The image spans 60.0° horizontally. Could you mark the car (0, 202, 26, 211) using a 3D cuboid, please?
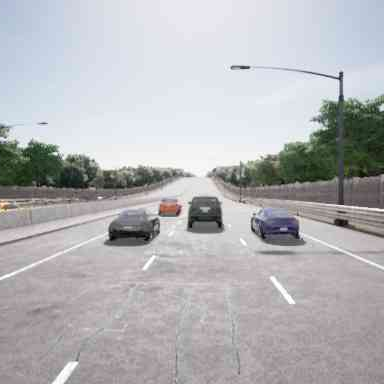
[{"bbox_3d":[-13.245,1.481,22.619,1.882,1.535,5.008,0,0,2],"label":"car"}]

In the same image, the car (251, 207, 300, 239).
[{"bbox_3d":[4.225,1.524,17.306,1.812,1.442,4.674,0,0,2],"label":"car"}]

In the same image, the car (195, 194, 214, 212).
[{"bbox_3d":[1.488,1.267,40.643,2.150,2.045,5.566,0,-1,2],"label":"car"}]

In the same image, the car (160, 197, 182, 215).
[{"bbox_3d":[-2.209,1.381,34.704,2.097,1.767,4.553,0,0,2],"label":"car"}]

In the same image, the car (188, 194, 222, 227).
[{"bbox_3d":[0.900,1.229,22.730,2.150,2.045,5.566,0,0,2],"label":"car"}]

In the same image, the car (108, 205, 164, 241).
[{"bbox_3d":[-2.795,1.560,16.825,1.994,1.385,4.181,0,0,2],"label":"car"}]
